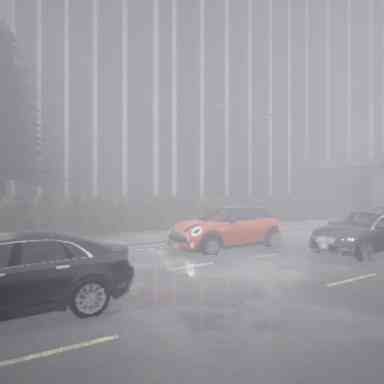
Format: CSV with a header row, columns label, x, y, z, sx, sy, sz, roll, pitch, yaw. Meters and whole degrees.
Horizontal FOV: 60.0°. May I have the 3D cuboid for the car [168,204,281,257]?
label,x,y,z,sx,sy,sz,roll,pitch,yaw
car,1.322,1.352,13.086,4.553,1.767,2.097,0,0,-32

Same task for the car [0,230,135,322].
label,x,y,z,sx,sy,sz,roll,pitch,yaw
car,-3.449,1.505,5.915,4.892,1.490,1.837,0,0,-32

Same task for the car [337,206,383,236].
label,x,y,z,sx,sy,sz,roll,pitch,yaw
car,10.401,1.564,18.847,4.181,1.385,1.994,0,0,-33

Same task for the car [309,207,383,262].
label,x,y,z,sx,sy,sz,roll,pitch,yaw
car,6.343,1.492,12.129,4.902,1.511,2.128,0,0,-32
